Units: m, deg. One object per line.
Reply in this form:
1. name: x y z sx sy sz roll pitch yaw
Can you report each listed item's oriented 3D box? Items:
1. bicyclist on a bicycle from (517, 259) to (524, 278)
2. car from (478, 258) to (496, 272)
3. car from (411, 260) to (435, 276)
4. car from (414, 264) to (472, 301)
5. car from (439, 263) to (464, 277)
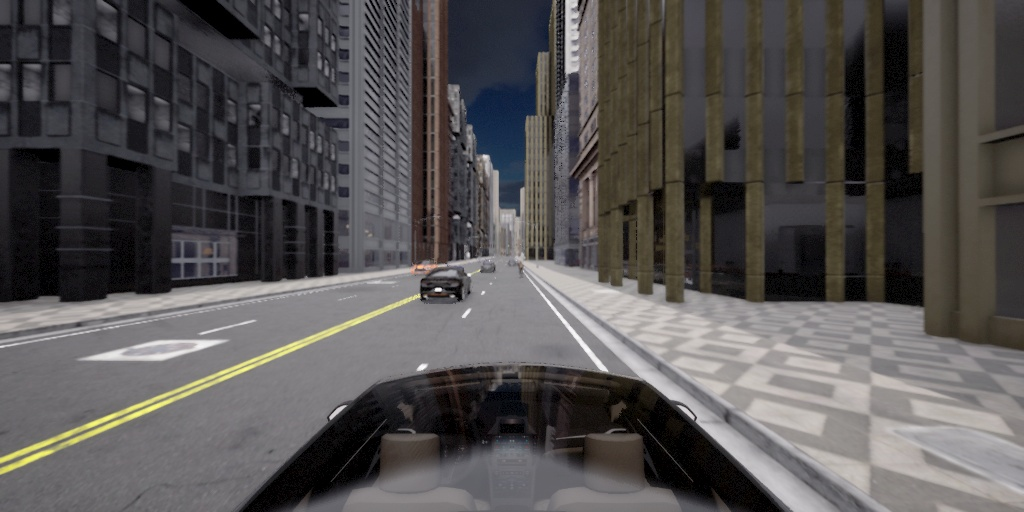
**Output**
1. bicyclist on a bicycle: 0.904 1.340 34.493 0.582 1.620 1.656 0 0 0
2. car: -3.137 1.401 48.562 2.128 1.511 4.902 0 0 0
3. car: -9.823 1.251 40.338 2.097 1.767 4.553 0 0 0
4. car: -3.144 1.300 17.769 1.882 1.535 5.008 0 0 0
5. car: -6.579 1.499 39.272 1.895 1.301 4.718 0 0 0
